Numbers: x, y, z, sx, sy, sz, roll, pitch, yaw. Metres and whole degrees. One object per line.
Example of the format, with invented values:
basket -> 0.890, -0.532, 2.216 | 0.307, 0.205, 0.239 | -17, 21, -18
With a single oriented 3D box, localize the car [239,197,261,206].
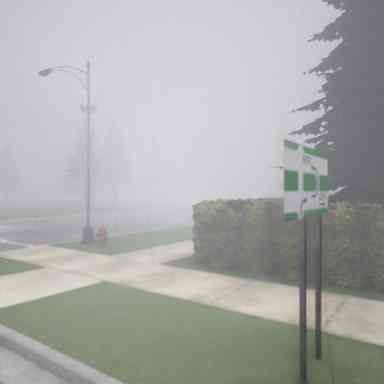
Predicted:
car -> 10.082, 1.577, 57.636 | 1.994, 1.385, 4.181 | 0, 0, 36

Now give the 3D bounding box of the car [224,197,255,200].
car -> 7.085, 1.489, 47.462 | 1.882, 1.535, 5.008 | 0, 0, 36

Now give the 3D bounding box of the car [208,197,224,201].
car -> 3.976, 1.491, 49.139 | 1.882, 1.535, 5.008 | 0, 0, 37
